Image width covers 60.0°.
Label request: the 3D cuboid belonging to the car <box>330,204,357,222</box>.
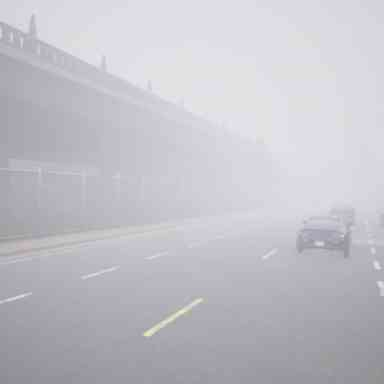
[{"bbox_3d":[12.469,1.745,27.429,1.882,1.535,5.008,0,0,27],"label":"car"}]

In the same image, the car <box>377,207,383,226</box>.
[{"bbox_3d":[15.252,1.789,25.189,1.837,1.490,4.892,0,0,27],"label":"car"}]

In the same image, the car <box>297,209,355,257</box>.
[{"bbox_3d":[5.545,1.652,13.724,1.812,1.442,4.674,0,0,27],"label":"car"}]

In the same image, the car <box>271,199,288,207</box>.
[{"bbox_3d":[15.899,1.989,62.520,2.128,1.511,4.902,1,-1,-31],"label":"car"}]

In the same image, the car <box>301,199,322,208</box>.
[{"bbox_3d":[20.934,2.012,58.504,2.128,1.511,4.902,1,0,-10],"label":"car"}]
